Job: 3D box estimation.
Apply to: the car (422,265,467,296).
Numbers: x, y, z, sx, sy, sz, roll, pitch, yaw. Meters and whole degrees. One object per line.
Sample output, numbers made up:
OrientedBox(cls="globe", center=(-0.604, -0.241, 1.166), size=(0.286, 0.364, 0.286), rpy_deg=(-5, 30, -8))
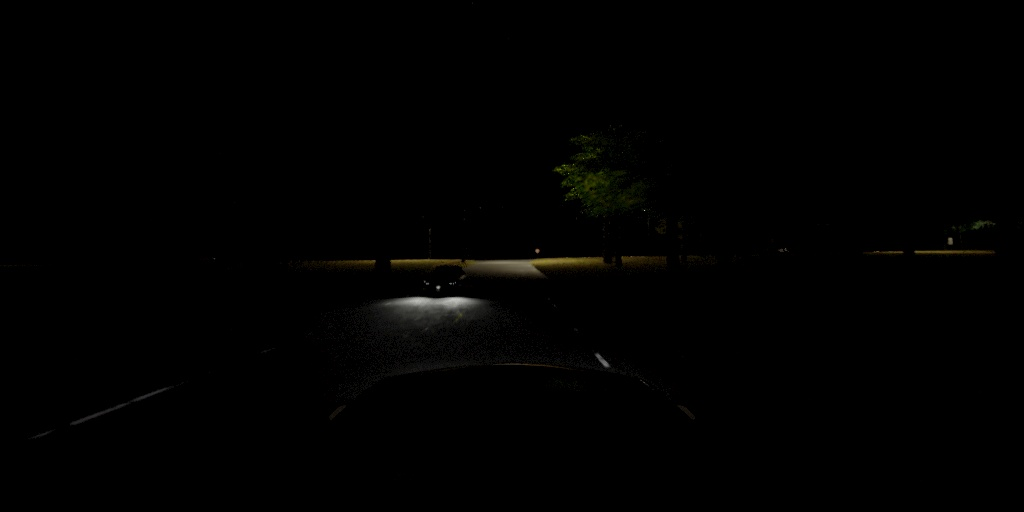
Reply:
OrientedBox(cls="car", center=(-3.601, 1.281, 19.927), size=(1.837, 1.490, 4.892), rpy_deg=(0, 0, 0))
